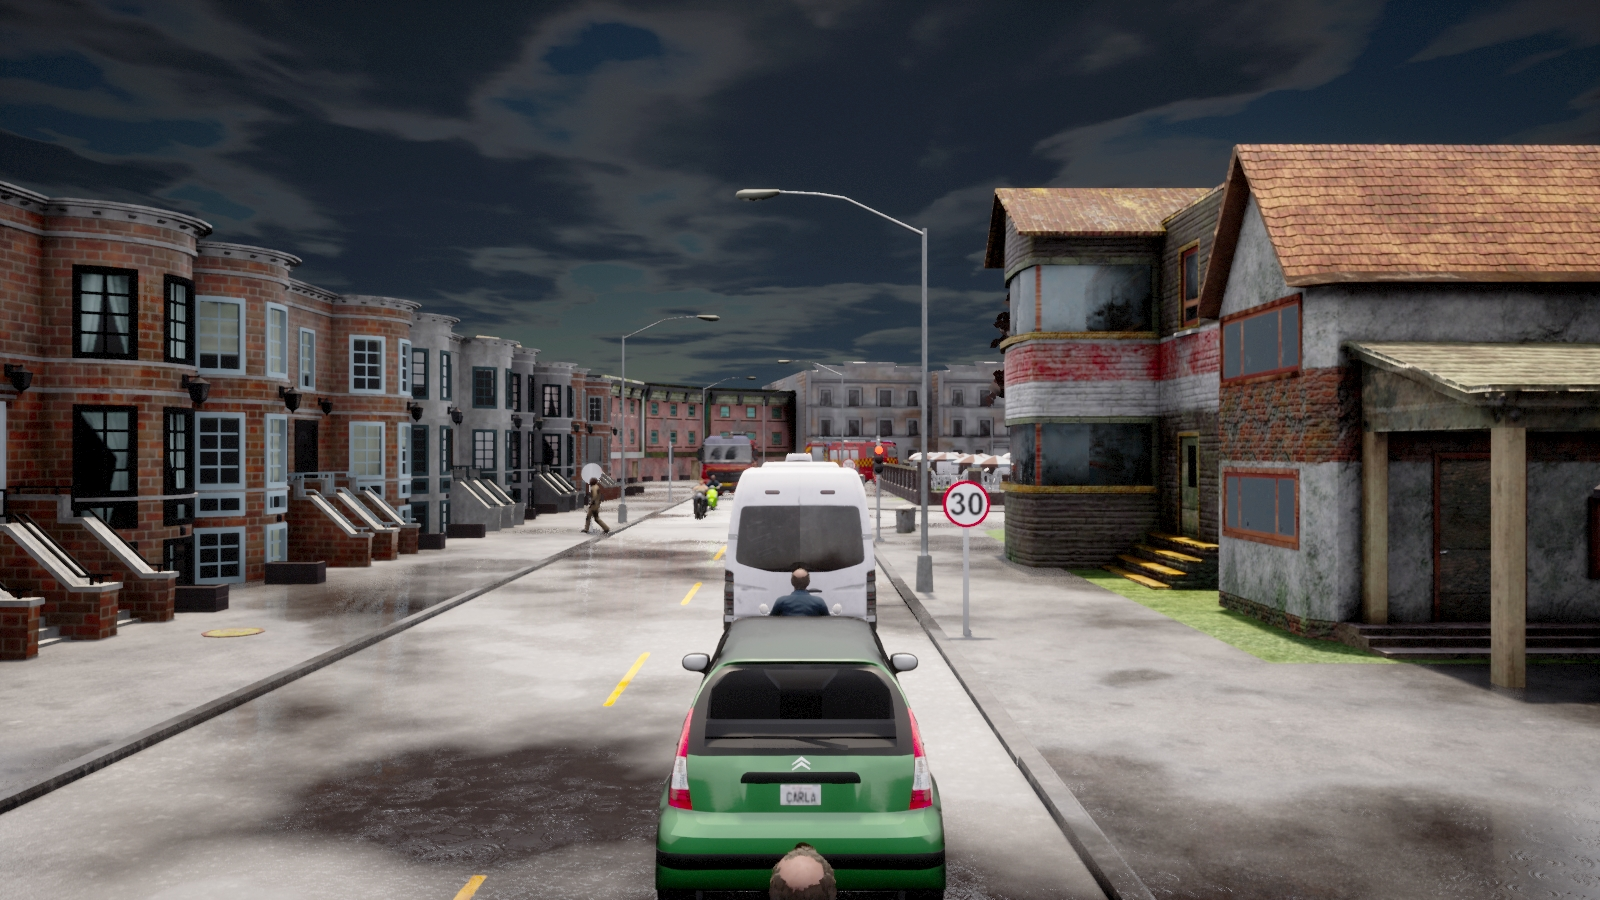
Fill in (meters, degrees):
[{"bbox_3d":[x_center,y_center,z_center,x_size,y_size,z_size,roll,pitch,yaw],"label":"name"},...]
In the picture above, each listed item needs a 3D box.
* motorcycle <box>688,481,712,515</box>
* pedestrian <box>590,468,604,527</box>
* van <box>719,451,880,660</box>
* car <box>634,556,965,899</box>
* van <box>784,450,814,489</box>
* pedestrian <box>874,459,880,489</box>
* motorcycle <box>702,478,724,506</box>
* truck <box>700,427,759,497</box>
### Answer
[{"bbox_3d":[-4.003,1.932,46.080,0.764,1.277,2.356,0,0,0],"label":"motorcycle"},{"bbox_3d":[-6.432,1.512,36.246,0.375,1.860,0.375,0,0,1],"label":"pedestrian"},{"bbox_3d":[-0.006,1.308,17.043,1.988,2.561,5.915,0,0,0],"label":"van"},{"bbox_3d":[-0.003,1.776,8.385,1.851,1.617,3.988,0,0,0],"label":"car"},{"bbox_3d":[-0.059,1.283,76.774,1.988,2.561,5.915,0,0,0],"label":"van"},{"bbox_3d":[4.756,1.499,70.602,0.375,1.860,0.375,0,0,0],"label":"pedestrian"},{"bbox_3d":[-4.006,1.942,52.578,0.856,1.236,1.805,0,0,0],"label":"motorcycle"},{"bbox_3d":[-4.025,0.644,67.068,2.891,3.827,8.468,0,0,0],"label":"truck"}]
